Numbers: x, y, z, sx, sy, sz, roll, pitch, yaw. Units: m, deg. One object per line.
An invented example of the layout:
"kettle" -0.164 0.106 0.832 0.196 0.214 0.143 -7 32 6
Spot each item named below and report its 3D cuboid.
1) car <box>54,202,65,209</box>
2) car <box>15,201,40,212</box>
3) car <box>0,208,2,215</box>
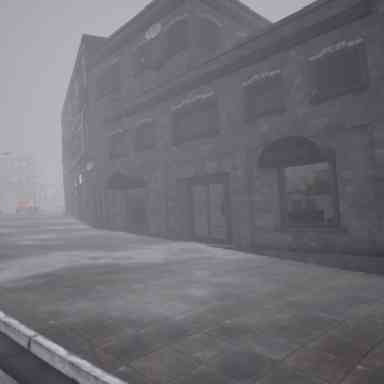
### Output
"car" -30.376 3.171 77.142 1.812 1.442 4.674 -3 -1 -4
"car" -25.093 2.117 50.933 2.097 1.767 4.553 -3 -1 -4
"car" -23.902 2.050 38.547 1.837 1.490 4.892 -3 0 -6
